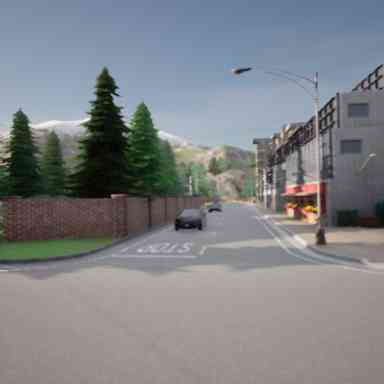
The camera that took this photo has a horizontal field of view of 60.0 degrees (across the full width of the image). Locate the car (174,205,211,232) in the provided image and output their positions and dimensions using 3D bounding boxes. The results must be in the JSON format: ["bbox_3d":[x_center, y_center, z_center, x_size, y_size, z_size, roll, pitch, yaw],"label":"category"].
[{"bbox_3d":[-0.003,1.907,23.758,1.882,1.535,5.008,-1,-1,8],"label":"car"}]

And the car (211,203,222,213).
[{"bbox_3d":[3.548,2.302,49.607,2.033,1.411,5.357,-1,-1,8],"label":"car"}]
